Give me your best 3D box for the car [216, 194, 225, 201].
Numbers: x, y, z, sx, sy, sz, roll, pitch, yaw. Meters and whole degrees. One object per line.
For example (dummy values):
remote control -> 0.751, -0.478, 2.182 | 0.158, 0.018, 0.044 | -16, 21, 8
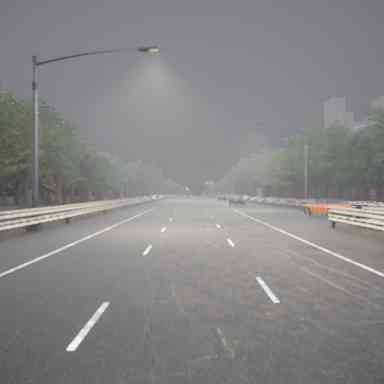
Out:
car -> 7.029, 1.302, 79.975 | 2.097, 1.767, 4.553 | 0, 0, 0

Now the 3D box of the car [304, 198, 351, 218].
car -> 12.343, 1.361, 30.543 | 2.097, 1.767, 4.553 | 1, 0, -19

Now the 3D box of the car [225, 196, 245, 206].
car -> 7.271, 1.537, 54.803 | 1.895, 1.301, 4.718 | 0, 0, -7
